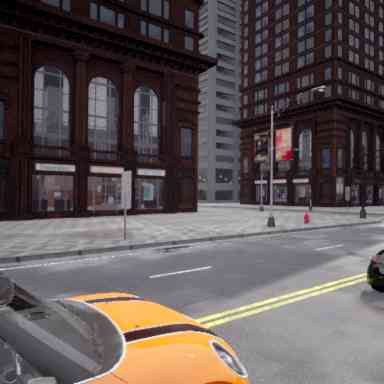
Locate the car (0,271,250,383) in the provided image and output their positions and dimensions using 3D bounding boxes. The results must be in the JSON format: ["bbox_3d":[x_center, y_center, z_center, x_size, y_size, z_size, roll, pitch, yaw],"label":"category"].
[{"bbox_3d":[-1.692,1.353,2.232,4.553,1.767,2.097,0,0,-35],"label":"car"}]

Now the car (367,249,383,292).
[{"bbox_3d":[5.916,1.576,7.681,4.181,1.385,1.994,0,0,-35],"label":"car"}]
